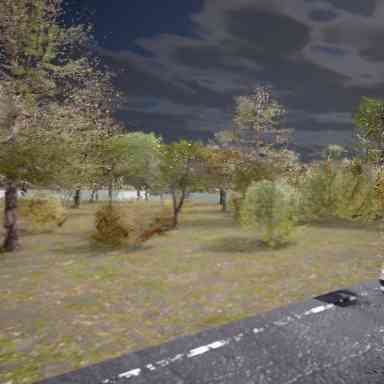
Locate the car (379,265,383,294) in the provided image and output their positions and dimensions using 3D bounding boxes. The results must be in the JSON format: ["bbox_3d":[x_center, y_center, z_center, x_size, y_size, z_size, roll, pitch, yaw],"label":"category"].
[{"bbox_3d":[6.001,1.521,7.297,4.674,1.442,1.812,0,0,-35],"label":"car"}]
